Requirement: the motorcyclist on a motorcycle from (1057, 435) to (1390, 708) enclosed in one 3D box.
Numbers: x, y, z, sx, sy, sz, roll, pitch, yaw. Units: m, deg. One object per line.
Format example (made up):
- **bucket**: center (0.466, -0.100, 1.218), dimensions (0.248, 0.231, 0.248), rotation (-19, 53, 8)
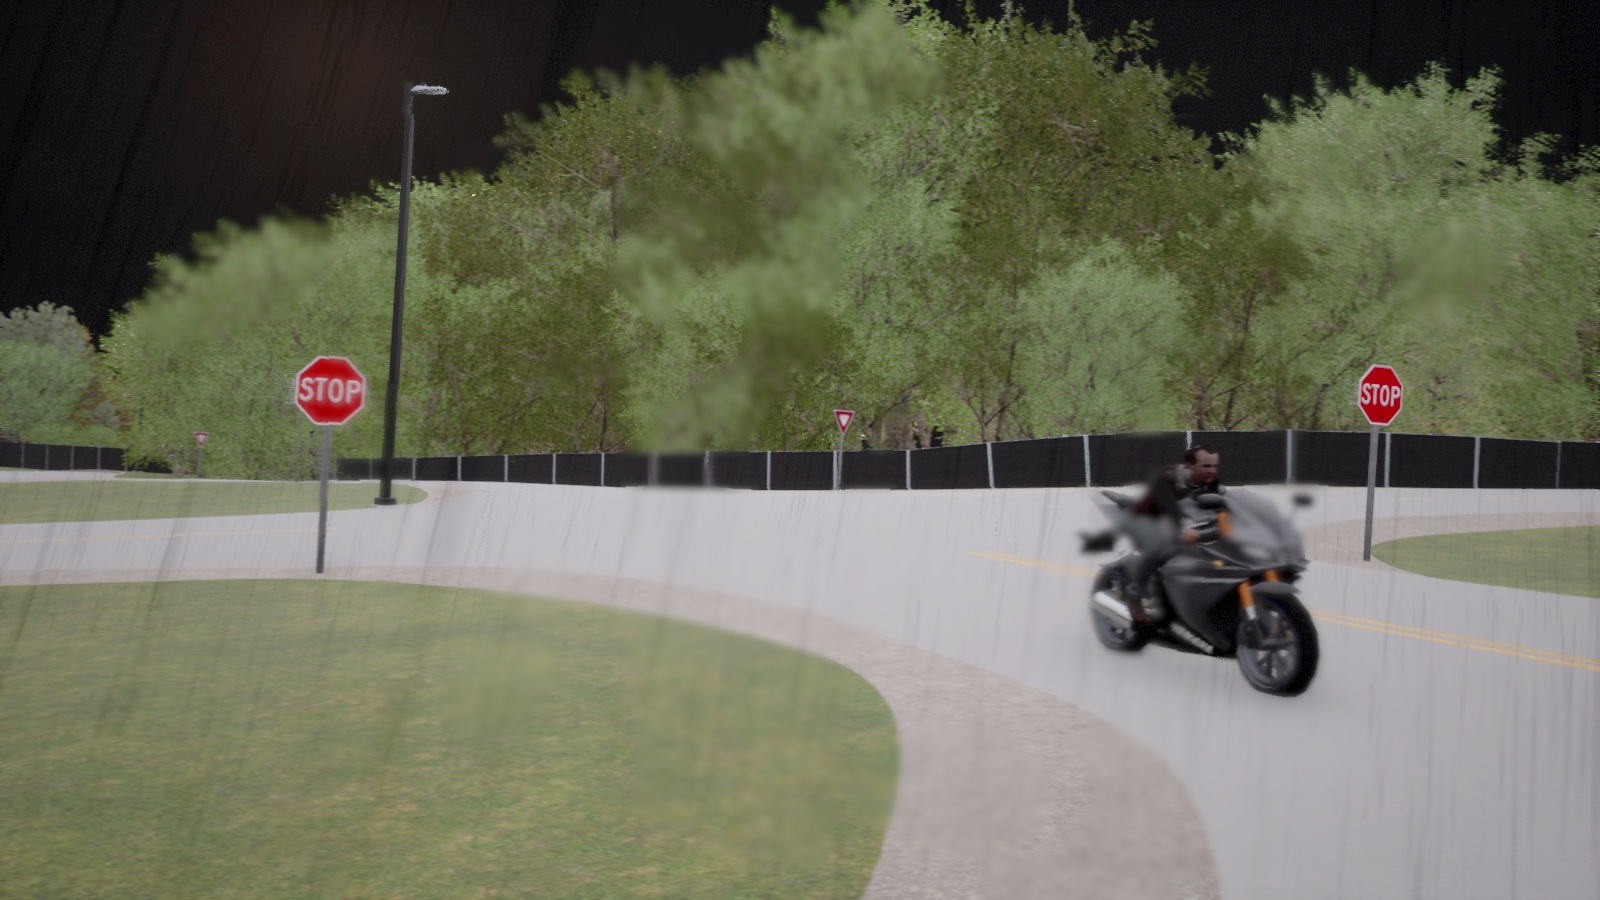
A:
- **motorcyclist on a motorcycle**: center (2.678, 0.688, 8.281), dimensions (0.866, 1.530, 2.191), rotation (-1, 0, -21)
